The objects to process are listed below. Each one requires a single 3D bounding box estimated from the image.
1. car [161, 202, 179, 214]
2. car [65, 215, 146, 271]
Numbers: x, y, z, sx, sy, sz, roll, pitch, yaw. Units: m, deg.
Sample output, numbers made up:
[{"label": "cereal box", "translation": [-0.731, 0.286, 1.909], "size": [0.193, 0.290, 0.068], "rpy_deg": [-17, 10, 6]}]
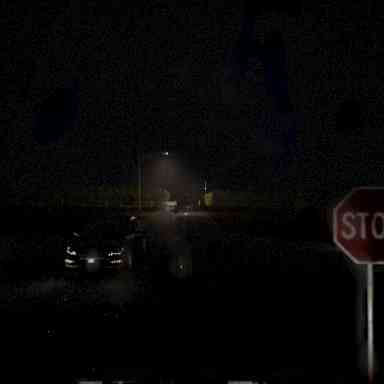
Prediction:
[{"label": "car", "translation": [-2.719, 1.976, 41.745], "size": [2.128, 1.511, 4.902], "rpy_deg": [0, -1, 0]}, {"label": "car", "translation": [-2.732, 1.620, 11.458], "size": [1.837, 1.490, 4.892], "rpy_deg": [1, 0, 0]}]
